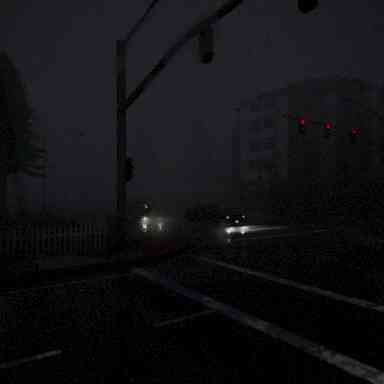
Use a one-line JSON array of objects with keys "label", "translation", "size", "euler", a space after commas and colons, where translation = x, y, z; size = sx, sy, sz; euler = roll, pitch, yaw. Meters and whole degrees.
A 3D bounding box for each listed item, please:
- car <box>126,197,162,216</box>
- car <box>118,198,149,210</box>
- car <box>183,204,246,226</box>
[{"label": "car", "translation": [-4.750, 1.346, 33.018], "size": [2.097, 1.767, 4.553], "euler": [0, 0, -34]}, {"label": "car", "translation": [-7.918, 1.540, 44.302], "size": [2.033, 1.411, 5.357], "euler": [0, 0, -34]}, {"label": "car", "translation": [1.430, 1.542, 23.846], "size": [2.033, 1.411, 5.357], "euler": [0, 0, -34]}]
